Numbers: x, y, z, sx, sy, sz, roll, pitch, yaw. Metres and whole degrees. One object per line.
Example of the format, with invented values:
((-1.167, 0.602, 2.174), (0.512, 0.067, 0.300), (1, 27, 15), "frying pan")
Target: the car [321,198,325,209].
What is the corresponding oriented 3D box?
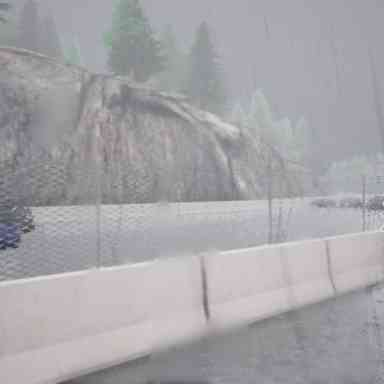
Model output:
((17.691, 1.455, 44.606), (2.033, 1.411, 5.357), (0, 0, 40), "car")
